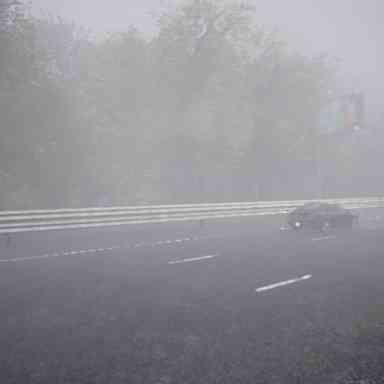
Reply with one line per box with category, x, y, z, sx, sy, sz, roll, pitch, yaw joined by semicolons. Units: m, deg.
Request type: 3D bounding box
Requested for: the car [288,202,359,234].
car;7.255;1.344;18.216;4.892;1.490;1.837;-1;1;-37
